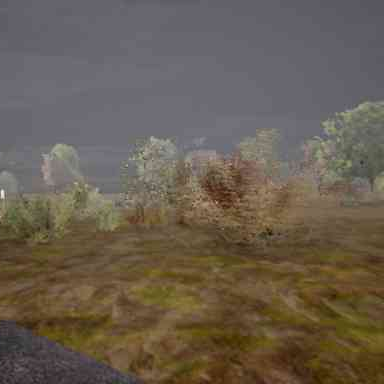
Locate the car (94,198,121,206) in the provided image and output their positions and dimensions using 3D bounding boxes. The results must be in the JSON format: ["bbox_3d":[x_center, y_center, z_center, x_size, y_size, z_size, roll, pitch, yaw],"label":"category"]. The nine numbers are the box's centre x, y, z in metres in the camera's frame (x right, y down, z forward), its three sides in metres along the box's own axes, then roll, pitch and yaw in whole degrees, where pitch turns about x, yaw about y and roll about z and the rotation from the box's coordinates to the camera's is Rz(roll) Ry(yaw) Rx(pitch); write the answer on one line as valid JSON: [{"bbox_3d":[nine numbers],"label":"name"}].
[{"bbox_3d":[-13.117,1.649,51.123,2.128,1.511,4.902,0,0,38],"label":"car"}]
